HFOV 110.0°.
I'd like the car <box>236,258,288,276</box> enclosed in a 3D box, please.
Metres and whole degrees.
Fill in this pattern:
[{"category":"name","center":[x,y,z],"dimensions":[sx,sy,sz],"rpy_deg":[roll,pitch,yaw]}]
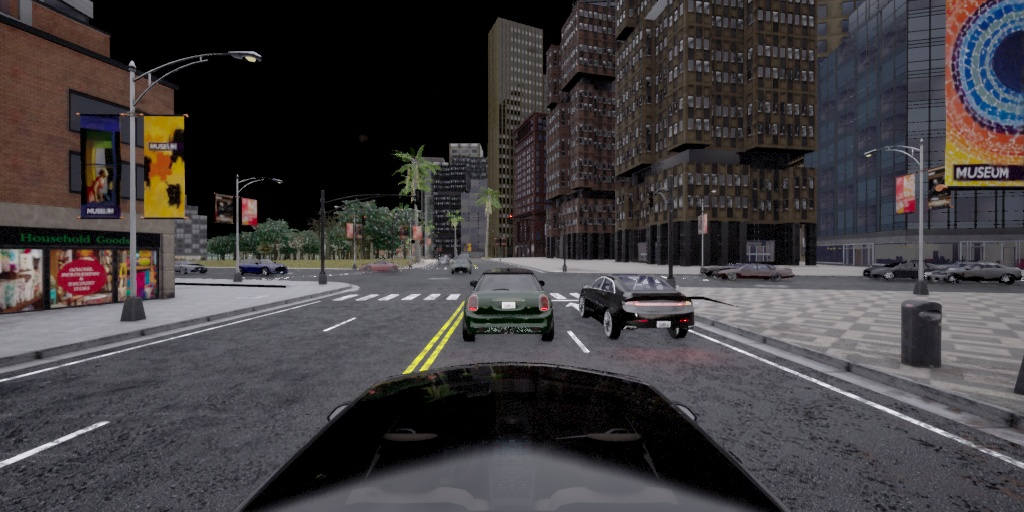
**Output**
[{"category":"car","center":[-24.289,0.995,34.912],"dimensions":[4.553,1.767,2.097],"rpy_deg":[0,0,13]}]

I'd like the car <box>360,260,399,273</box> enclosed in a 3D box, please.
[{"category":"car","center":[-15.028,1.188,40.818],"dimensions":[4.181,1.385,1.994],"rpy_deg":[0,1,-15]}]

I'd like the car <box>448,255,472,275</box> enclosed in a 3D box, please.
[{"category":"car","center":[-5.207,1.011,37.271],"dimensions":[2.097,1.767,4.553],"rpy_deg":[0,0,-6]}]

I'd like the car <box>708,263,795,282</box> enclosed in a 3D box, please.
[{"category":"car","center":[18.930,1.240,28.345],"dimensions":[5.357,1.411,2.033],"rpy_deg":[0,0,13]}]

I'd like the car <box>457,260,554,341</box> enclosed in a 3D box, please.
[{"category":"car","center":[-0.122,1.102,10.008],"dimensions":[2.097,1.767,4.553],"rpy_deg":[0,0,-1]}]

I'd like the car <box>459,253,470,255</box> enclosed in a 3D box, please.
[{"category":"car","center":[-7.529,0.621,56.623],"dimensions":[2.150,2.045,5.566],"rpy_deg":[0,1,-8]}]

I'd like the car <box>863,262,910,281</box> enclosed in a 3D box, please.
[{"category":"car","center":[31.350,1.192,28.749],"dimensions":[4.892,1.490,1.837],"rpy_deg":[0,0,13]}]

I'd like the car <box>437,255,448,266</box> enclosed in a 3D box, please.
[{"category":"car","center":[-10.995,0.872,57.840],"dimensions":[2.128,1.511,4.902],"rpy_deg":[0,1,-8]}]

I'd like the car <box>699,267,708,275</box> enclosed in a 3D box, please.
[{"category":"car","center":[19.303,1.280,31.597],"dimensions":[4.718,1.301,1.895],"rpy_deg":[0,0,11]}]

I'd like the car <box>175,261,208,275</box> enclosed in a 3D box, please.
[{"category":"car","center":[-33.968,1.185,37.202],"dimensions":[4.181,1.385,1.994],"rpy_deg":[0,0,13]}]

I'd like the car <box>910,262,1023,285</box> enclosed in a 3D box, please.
[{"category":"car","center":[32.117,1.192,25.223],"dimensions":[4.902,1.511,2.128],"rpy_deg":[0,0,14]}]

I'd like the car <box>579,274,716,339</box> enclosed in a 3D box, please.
[{"category":"car","center":[3.172,1.241,10.058],"dimensions":[2.128,1.511,4.902],"rpy_deg":[0,0,-1]}]
